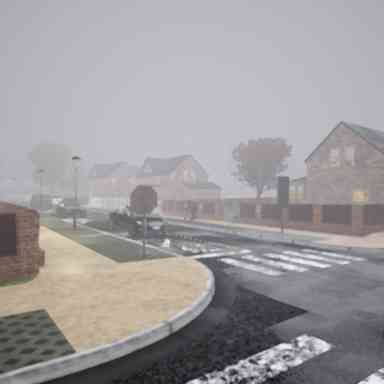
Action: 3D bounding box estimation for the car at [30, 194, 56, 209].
[{"bbox_3d":[-20.020,1.266,44.144,2.150,2.045,5.566,1,-1,-33],"label":"car"}]

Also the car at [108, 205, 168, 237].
[{"bbox_3d":[-3.022,1.466,17.924,2.128,1.511,4.902,1,-1,-33],"label":"car"}]

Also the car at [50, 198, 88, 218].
[{"bbox_3d":[-11.027,1.558,30.204,2.033,1.411,5.357,1,-1,-33],"label":"car"}]

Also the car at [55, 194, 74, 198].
[{"bbox_3d":[-15.662,1.444,42.610,2.097,1.767,4.553,1,-1,-33],"label":"car"}]

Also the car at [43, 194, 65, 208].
[{"bbox_3d":[-21.317,1.325,51.200,2.150,2.045,5.566,1,-1,-33],"label":"car"}]

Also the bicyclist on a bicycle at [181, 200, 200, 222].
[{"bbox_3d":[-0.100,1.405,24.168,1.656,1.620,0.582,1,-1,-33],"label":"bicyclist on a bicycle"}]
